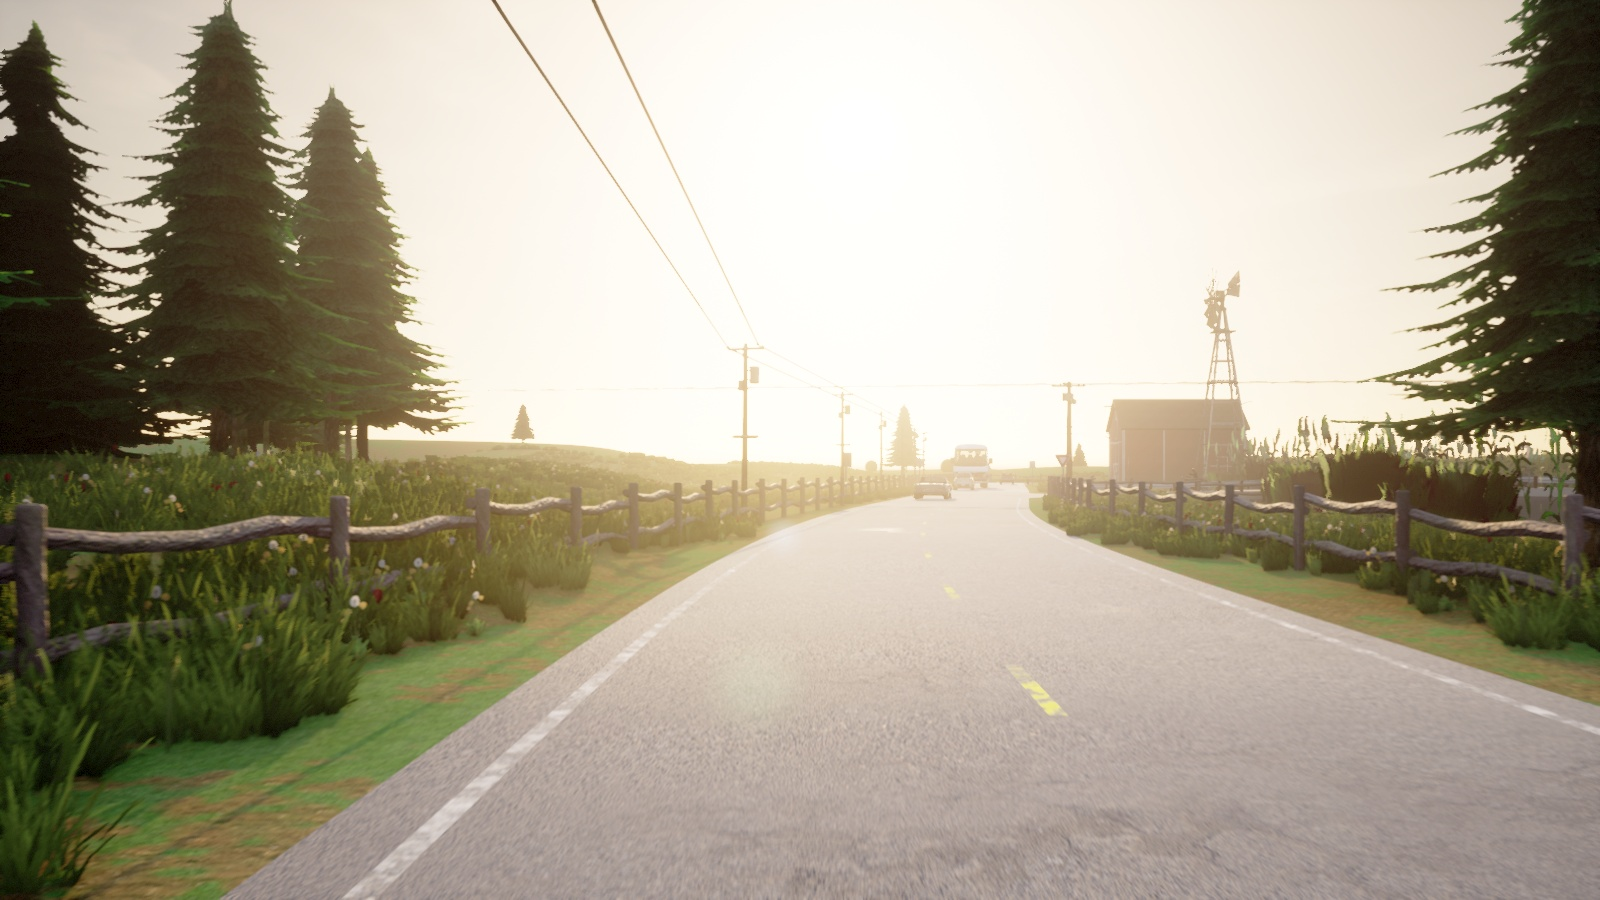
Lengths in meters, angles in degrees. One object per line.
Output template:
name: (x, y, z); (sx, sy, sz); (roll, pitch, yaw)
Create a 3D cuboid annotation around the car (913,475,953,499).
car: (7.505, 2.067, 70.611); (1.895, 1.301, 4.718); (0, -1, 10)
